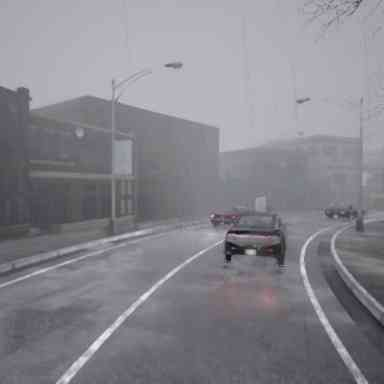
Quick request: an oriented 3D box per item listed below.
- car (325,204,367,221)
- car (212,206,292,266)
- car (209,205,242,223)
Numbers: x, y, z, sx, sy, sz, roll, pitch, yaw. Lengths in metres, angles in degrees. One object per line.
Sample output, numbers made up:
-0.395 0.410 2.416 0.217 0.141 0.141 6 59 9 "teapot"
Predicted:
13.521 1.719 29.005 4.718 1.301 1.895 1 1 -43 "car"
2.395 1.493 11.748 2.128 1.511 4.902 1 0 17 "car"
2.987 1.568 21.892 1.895 1.301 4.718 1 0 32 "car"
